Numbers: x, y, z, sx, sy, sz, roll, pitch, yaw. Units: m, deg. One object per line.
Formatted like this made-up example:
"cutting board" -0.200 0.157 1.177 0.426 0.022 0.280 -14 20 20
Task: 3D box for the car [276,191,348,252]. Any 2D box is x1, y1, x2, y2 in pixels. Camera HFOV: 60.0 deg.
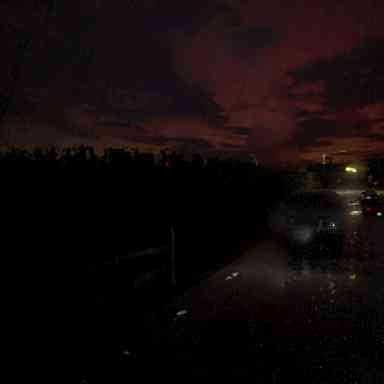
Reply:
"car" 4.942 0.998 13.322 2.150 2.045 5.566 0 1 26

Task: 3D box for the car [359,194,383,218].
"car" 13.000 1.059 23.367 1.895 1.301 4.718 0 2 26

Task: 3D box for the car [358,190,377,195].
"car" 19.177 0.528 36.078 2.033 1.411 5.357 0 2 27
